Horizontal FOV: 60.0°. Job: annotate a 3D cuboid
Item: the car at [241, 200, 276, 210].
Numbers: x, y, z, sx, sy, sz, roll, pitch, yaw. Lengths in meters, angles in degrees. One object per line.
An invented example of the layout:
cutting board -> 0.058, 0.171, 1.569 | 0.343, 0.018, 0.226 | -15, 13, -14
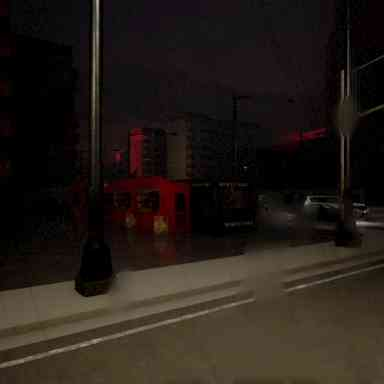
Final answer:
car -> 10.247, 1.918, 51.733 | 2.033, 1.411, 5.357 | 0, -1, -36

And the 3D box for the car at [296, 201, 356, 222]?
car -> 10.585, 1.667, 27.047 | 1.994, 1.385, 4.181 | 0, -1, -36

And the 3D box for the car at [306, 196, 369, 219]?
car -> 12.805, 1.338, 29.956 | 2.150, 2.045, 5.566 | 0, -1, -36

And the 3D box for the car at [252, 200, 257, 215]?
car -> 5.403, 1.685, 34.206 | 1.882, 1.535, 5.008 | 0, -1, -36
